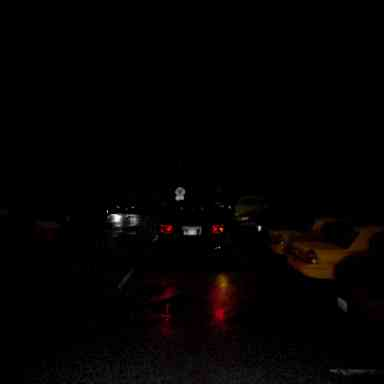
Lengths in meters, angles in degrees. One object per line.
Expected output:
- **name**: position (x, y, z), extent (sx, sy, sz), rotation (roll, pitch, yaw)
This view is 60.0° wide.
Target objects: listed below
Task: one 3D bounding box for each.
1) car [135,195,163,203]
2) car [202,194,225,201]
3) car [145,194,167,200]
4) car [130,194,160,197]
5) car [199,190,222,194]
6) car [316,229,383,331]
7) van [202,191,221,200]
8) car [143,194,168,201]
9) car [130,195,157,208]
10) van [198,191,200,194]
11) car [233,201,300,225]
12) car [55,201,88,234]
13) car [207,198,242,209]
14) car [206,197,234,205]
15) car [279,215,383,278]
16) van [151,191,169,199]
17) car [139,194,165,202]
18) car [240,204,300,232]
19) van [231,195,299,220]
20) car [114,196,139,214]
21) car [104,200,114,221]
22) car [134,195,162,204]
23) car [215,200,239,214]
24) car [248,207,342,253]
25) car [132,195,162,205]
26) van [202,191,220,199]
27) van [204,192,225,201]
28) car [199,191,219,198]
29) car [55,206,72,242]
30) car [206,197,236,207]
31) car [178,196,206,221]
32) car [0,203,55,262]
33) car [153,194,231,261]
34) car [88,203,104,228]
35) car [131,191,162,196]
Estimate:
- **car**: position (-8.513, 1.338, 66.035), extent (5.366, 1.575, 1.946), rotation (0, 1, 0)
- **car**: position (4.776, 1.216, 74.446), extent (4.792, 1.488, 2.163), rotation (0, 1, 0)
- **car**: position (-8.340, 1.146, 77.127), extent (4.892, 1.521, 2.231), rotation (0, 1, 0)
- **car**: position (-8.315, 1.558, 54.933), extent (5.008, 1.535, 2.097), rotation (0, 1, 0)
- **car**: position (4.781, 1.091, 66.007), extent (5.566, 2.045, 2.435), rotation (0, 1, 0)
- **car**: position (5.011, 1.553, 5.805), extent (4.792, 1.488, 2.163), rotation (0, 0, 0)
- **van**: position (4.635, 0.884, 79.833), extent (4.442, 1.987, 1.878), rotation (0, 1, 0)
- **car**: position (-8.147, 1.184, 74.360), extent (5.366, 1.575, 1.946), rotation (0, 1, 0)
- **car**: position (-8.348, 1.642, 52.158), extent (4.792, 1.488, 2.163), rotation (0, 1, 0)
- **van**: position (4.621, 0.791, 88.159), extent (4.442, 1.987, 1.878), rotation (0, 1, 0)
- **car**: position (5.046, 1.481, 19.746), extent (4.674, 1.452, 2.002), rotation (0, 1, 0)
- **car**: position (-8.006, 1.350, 16.768), extent (4.553, 1.767, 2.185), rotation (0, 1, 0)
- **car**: position (4.758, 1.664, 49.518), extent (5.008, 1.535, 2.097), rotation (0, 1, 0)
- **car**: position (4.755, 1.545, 57.705), extent (4.674, 1.452, 2.002), rotation (0, 1, 0)
- **car**: position (5.227, 1.523, 8.461), extent (5.366, 1.575, 1.946), rotation (0, 0, 0)
- **van**: position (-8.223, 0.820, 85.453), extent (4.442, 1.987, 1.878), rotation (0, 1, 0)
- **car**: position (-8.516, 1.230, 71.707), extent (5.366, 1.575, 1.946), rotation (0, 1, 0)
- **car**: position (5.045, 1.514, 16.961), extent (4.674, 1.452, 2.002), rotation (0, 1, 0)
- **van**: position (4.917, 1.184, 22.416), extent (4.442, 1.987, 1.878), rotation (-1, 1, 0)
- **car**: position (-7.104, 1.437, 33.545), extent (1.837, 1.490, 4.892), rotation (1, -2, -23)
- **car**: position (-8.065, 1.439, 22.339), extent (4.792, 1.488, 2.163), rotation (0, 1, 0)
- **car**: position (-8.319, 1.397, 63.260), extent (4.892, 1.521, 2.231), rotation (0, 1, 0)
- **car**: position (3.757, 1.615, 36.389), extent (1.994, 1.385, 4.181), rotation (1, -1, -4)
- **car**: position (5.071, 1.531, 14.049), extent (4.792, 1.488, 2.163), rotation (0, 1, 0)
- **car**: position (-8.139, 1.447, 60.484), extent (5.366, 1.575, 1.946), rotation (0, 1, 0)
- **van**: position (4.857, 0.821, 85.389), extent (4.442, 1.987, 1.878), rotation (0, 1, 0)
- **van**: position (4.866, 1.009, 71.670), extent (4.442, 1.987, 1.878), rotation (0, 1, 0)
- **car**: position (4.707, 0.706, 93.698), extent (5.566, 2.045, 2.435), rotation (0, 1, 0)
- **car**: position (-8.043, 1.502, 13.990), extent (5.008, 1.535, 2.097), rotation (0, 0, 0)
- **car**: position (4.730, 1.588, 54.935), extent (4.792, 1.488, 2.163), rotation (0, 1, 0)
- **car**: position (-0.021, 1.246, 26.699), extent (2.097, 1.767, 4.553), rotation (0, 0, -1)
- **car**: position (-8.010, 1.267, 11.195), extent (5.566, 2.045, 2.435), rotation (0, 0, 0)
- **car**: position (0.011, 1.255, 12.528), extent (2.150, 2.045, 5.566), rotation (0, 1, 0)
- **car**: position (-8.007, 1.472, 19.555), extent (4.792, 1.488, 2.163), rotation (0, 1, 0)
- **car**: position (-8.294, 1.253, 57.703), extent (5.566, 2.045, 2.435), rotation (0, 1, 0)
